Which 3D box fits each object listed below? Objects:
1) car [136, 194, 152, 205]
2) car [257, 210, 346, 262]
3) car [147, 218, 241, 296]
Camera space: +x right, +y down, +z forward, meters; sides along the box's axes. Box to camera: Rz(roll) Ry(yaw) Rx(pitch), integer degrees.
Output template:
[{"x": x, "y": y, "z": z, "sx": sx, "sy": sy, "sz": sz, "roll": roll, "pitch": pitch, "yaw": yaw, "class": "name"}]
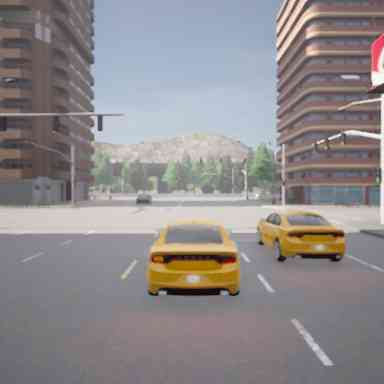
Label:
[{"x": -7.074, "y": 1.040, "z": 49.363, "sx": 1.882, "sy": 1.535, "sz": 5.008, "roll": 0, "pitch": 1, "yaw": 0, "class": "car"}, {"x": 3.569, "y": 1.372, "z": 11.744, "sx": 1.882, "sy": 1.535, "sz": 5.008, "roll": 0, "pitch": 0, "yaw": 0, "class": "car"}, {"x": 0.051, "y": 1.401, "z": 8.506, "sx": 1.882, "sy": 1.535, "sz": 5.008, "roll": 0, "pitch": 1, "yaw": 1, "class": "car"}]
